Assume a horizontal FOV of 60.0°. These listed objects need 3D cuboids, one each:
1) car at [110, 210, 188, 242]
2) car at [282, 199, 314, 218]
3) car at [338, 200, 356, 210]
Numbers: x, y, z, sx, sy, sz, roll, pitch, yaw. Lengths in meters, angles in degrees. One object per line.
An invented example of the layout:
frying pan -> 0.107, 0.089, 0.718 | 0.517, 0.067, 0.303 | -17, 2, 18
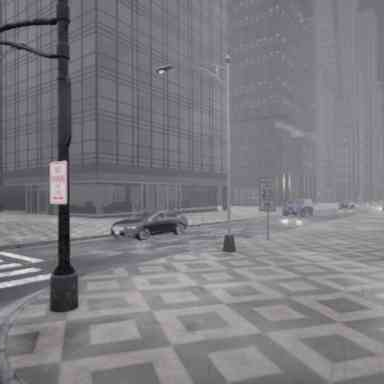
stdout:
car -> -2.179, 1.730, 18.046 | 2.128, 1.511, 4.902 | -1, -1, 36
car -> 12.131, 1.786, 37.715 | 2.150, 2.045, 5.566 | -1, -1, 36
car -> 27.283, 2.133, 58.537 | 2.097, 1.767, 4.553 | -1, -1, 36
